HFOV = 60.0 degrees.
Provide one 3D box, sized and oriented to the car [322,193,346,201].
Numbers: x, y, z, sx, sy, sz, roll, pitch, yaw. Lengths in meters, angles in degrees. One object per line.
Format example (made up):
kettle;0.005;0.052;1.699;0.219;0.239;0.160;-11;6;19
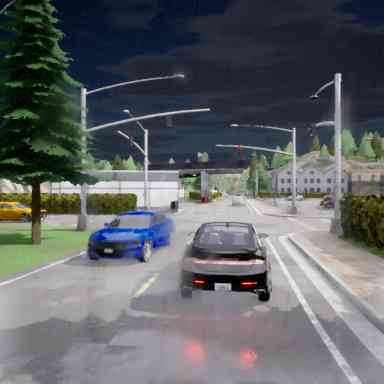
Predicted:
car;31.761;1.097;74.502;4.605;1.855;1.932;0;0;8

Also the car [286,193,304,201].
car;23.359;1.361;75.638;3.806;1.475;1.970;0;0;8

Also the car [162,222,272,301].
car;0.884;1.492;8.373;2.128;1.511;4.902;0;0;8

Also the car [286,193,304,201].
car;24.424;1.077;78.846;3.866;1.878;1.905;0;0;8

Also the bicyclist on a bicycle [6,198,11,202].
bicyclist on a bicycle;-17.964;1.453;32.495;0.582;1.620;1.656;0;0;7

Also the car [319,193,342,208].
car;18.669;1.330;41.703;5.027;1.636;2.152;0;0;8

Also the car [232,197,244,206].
car;7.828;1.525;56.327;1.812;1.442;4.674;0;0;8

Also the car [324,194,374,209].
car;18.287;1.340;38.589;4.514;1.523;2.007;0;0;8

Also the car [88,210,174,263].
car;-2.005;1.477;12.322;1.882;1.535;5.008;0;0;11

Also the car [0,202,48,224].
car;-13.277;1.478;24.748;5.008;1.535;1.882;0;0;8
